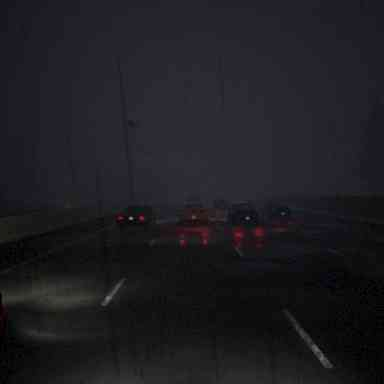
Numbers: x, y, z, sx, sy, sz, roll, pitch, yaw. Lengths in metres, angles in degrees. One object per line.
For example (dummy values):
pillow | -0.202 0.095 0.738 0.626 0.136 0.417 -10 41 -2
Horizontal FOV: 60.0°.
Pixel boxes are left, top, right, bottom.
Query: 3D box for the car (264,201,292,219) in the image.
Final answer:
car | 7.110 1.503 28.338 1.812 1.442 4.674 0 0 0

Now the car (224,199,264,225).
car | 3.617 1.506 23.881 1.812 1.442 4.674 0 0 0

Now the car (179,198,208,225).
car | 0.108 1.458 24.011 1.882 1.535 5.008 0 0 0

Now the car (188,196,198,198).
car | 0.114 1.326 41.336 2.097 1.767 4.553 0 0 0

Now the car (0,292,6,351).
car | -3.399 1.472 2.419 1.882 1.535 5.008 0 0 0

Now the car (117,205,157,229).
car | -3.393 1.529 21.164 2.033 1.411 5.357 0 0 0

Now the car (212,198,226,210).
car | 3.614 1.462 42.182 2.128 1.511 4.902 0 0 0
